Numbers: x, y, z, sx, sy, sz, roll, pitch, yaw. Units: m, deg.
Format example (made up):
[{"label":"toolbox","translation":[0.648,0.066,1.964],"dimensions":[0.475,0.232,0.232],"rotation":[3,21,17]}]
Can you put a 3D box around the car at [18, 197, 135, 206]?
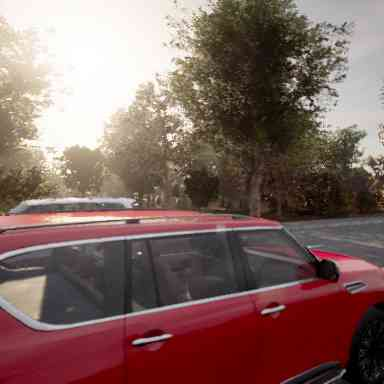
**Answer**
[{"label":"car","translation":[-4.081,1.185,9.477],"dimensions":[5.566,2.045,2.150],"rotation":[0,0,-35]}]

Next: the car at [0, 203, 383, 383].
[{"label":"car","translation":[0.022,1.205,3.621],"dimensions":[5.566,2.045,2.150],"rotation":[0,0,-34]}]

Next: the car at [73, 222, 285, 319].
[{"label":"car","translation":[-0.158,1.560,7.928],"dimensions":[4.718,1.301,1.895],"rotation":[0,0,-33]}]
